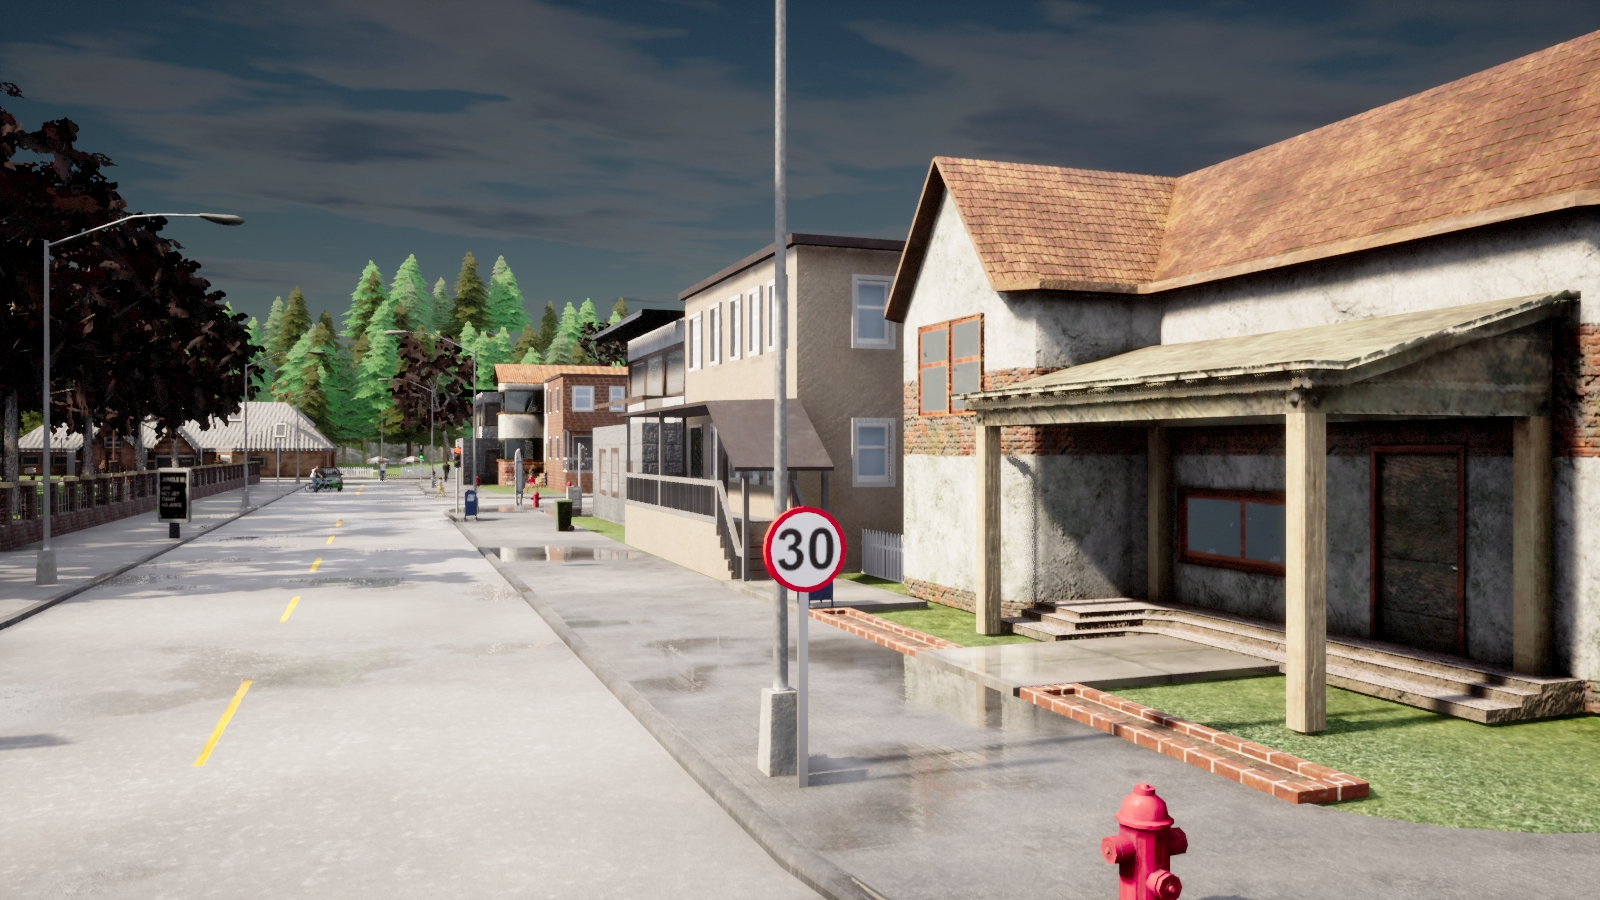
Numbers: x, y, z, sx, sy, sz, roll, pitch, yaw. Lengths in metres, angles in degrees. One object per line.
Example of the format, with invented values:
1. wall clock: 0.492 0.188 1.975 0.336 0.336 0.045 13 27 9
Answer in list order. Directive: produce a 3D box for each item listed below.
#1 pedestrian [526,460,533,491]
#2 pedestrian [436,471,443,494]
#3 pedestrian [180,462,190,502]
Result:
1. pedestrian: -16.344 1.516 69.099 0.375 1.860 0.375 0 0 -12
2. pedestrian: -21.125 1.908 67.009 0.375 1.300 0.375 0 0 -21
3. pedestrian: -29.423 1.525 54.692 0.375 1.860 0.375 0 0 -20
